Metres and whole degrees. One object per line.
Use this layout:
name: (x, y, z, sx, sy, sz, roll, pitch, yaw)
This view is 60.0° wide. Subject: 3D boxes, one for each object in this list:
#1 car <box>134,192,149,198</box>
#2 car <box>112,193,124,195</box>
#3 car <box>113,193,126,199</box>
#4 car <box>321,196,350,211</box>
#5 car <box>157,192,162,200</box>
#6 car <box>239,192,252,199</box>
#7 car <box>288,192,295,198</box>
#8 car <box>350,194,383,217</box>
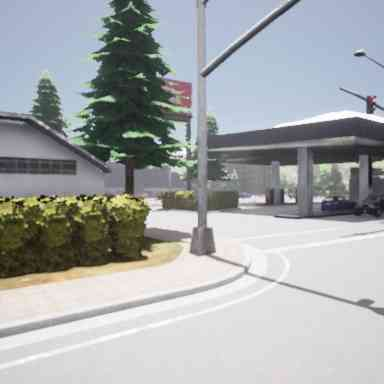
car: (-13.252, 0.869, 87.690, 2.152, 1.636, 5.027, 0, 0, -36)
car: (-17.088, 1.084, 75.806, 2.007, 1.523, 4.514, 0, 0, -36)
car: (-18.258, 0.992, 83.663, 1.970, 1.475, 3.806, 0, 0, -36)
car: (15.868, 1.245, 35.618, 4.611, 1.667, 2.242, 0, 0, -36)
car: (-5.595, 0.834, 71.771, 1.932, 1.855, 4.605, 0, 0, -36)
car: (13.028, 0.900, 84.333, 1.845, 1.501, 3.633, 0, 0, -36)
car: (27.123, 0.828, 85.068, 2.152, 1.636, 5.027, 0, 0, -36)
car: (15.677, 1.108, 28.488, 3.866, 1.878, 1.905, 0, 0, -36)
